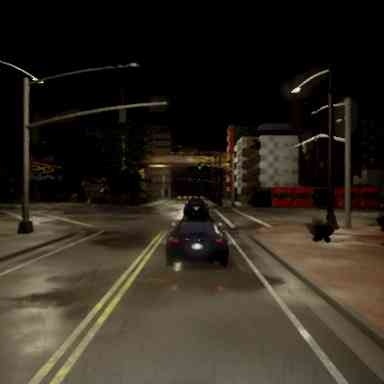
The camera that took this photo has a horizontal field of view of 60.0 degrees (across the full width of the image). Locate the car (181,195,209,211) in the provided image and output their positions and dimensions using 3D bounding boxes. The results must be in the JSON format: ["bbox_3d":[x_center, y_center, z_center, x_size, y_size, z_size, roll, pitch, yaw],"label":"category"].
[{"bbox_3d":[0.358,1.397,28.972,2.097,1.767,4.553,0,0,1],"label":"car"}]

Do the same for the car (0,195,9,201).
[{"bbox_3d":[-44.933,1.439,78.399,5.357,1.411,2.033,0,0,45],"label":"car"}]

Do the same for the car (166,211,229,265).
[{"bbox_3d":[0.179,1.572,11.777,1.994,1.385,4.181,0,0,1],"label":"car"}]

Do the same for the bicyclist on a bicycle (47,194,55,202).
[{"bbox_3d":[-28.684,1.298,67.668,0.582,1.620,1.656,0,0,45],"label":"bicyclist on a bicycle"}]
